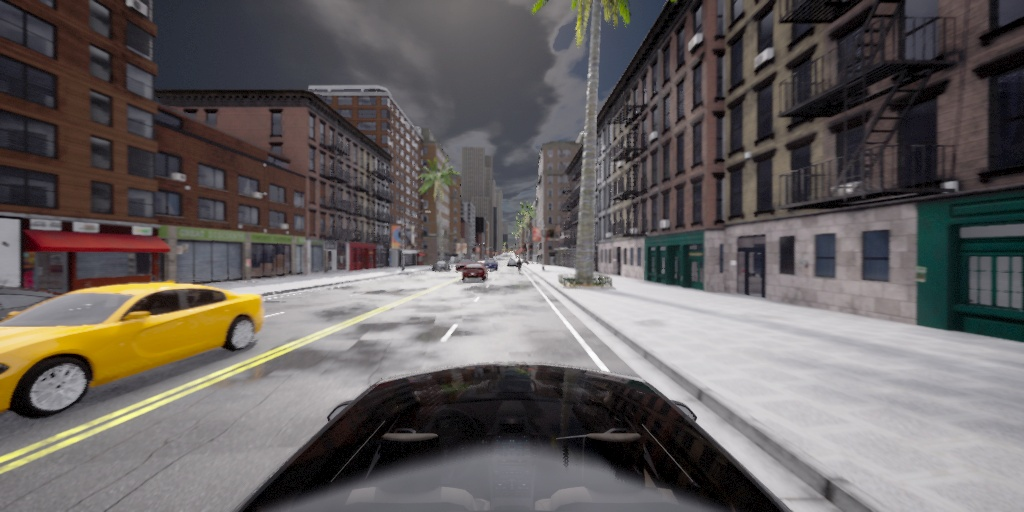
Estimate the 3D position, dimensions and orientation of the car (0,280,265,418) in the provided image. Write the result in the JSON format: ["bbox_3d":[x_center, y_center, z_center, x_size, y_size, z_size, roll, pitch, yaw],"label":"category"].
[{"bbox_3d":[-6.599,1.228,6.110,1.882,1.535,5.008,0,0,0],"label":"car"}]

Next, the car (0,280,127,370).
[{"bbox_3d":[-9.860,1.275,5.997,1.812,1.442,4.674,0,0,0],"label":"car"}]

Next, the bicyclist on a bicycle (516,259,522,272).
[{"bbox_3d":[0.899,1.215,41.429,0.659,1.776,1.843,0,0,0],"label":"bicyclist on a bicycle"}]

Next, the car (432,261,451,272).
[{"bbox_3d":[-9.807,1.410,49.989,1.812,1.442,4.674,0,0,0],"label":"car"}]

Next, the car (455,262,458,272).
[{"bbox_3d":[-6.559,1.236,49.875,2.097,1.767,4.553,0,0,0],"label":"car"}]

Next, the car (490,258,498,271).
[{"bbox_3d":[-3.143,1.257,53.812,2.097,1.767,4.553,0,0,0],"label":"car"}]

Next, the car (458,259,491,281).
[{"bbox_3d":[-3.146,1.278,31.203,1.882,1.535,5.008,0,0,0],"label":"car"}]
